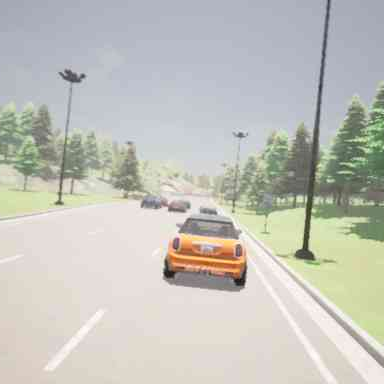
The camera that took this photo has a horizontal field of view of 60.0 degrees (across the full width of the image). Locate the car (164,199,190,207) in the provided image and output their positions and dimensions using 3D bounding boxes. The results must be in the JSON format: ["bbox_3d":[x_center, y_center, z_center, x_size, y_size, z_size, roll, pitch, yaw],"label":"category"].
[{"bbox_3d":[-1.692,1.666,39.314,1.994,1.385,4.181,6,0,3],"label":"car"}]

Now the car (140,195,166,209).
[{"bbox_3d":[-5.026,1.144,41.951,2.097,1.767,4.553,6,0,3],"label":"car"}]

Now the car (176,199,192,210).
[{"bbox_3d":[-1.194,1.794,50.586,1.994,1.385,4.181,6,0,3],"label":"car"}]

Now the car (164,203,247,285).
[{"bbox_3d":[0.487,1.465,10.362,2.097,1.767,4.553,6,0,3],"label":"car"}]

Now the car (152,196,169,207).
[{"bbox_3d":[-4.699,1.407,50.145,1.812,1.442,4.674,6,0,3],"label":"car"}]
